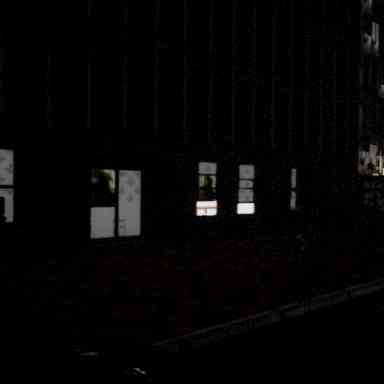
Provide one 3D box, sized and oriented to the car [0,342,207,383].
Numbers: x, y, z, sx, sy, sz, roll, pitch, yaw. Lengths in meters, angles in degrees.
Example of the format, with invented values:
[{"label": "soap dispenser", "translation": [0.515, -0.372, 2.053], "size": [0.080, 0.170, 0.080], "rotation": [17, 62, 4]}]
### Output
[{"label": "car", "translation": [-1.681, 1.540, 1.328], "size": [4.206, 1.307, 1.802], "rotation": [0, 1, -34]}]
